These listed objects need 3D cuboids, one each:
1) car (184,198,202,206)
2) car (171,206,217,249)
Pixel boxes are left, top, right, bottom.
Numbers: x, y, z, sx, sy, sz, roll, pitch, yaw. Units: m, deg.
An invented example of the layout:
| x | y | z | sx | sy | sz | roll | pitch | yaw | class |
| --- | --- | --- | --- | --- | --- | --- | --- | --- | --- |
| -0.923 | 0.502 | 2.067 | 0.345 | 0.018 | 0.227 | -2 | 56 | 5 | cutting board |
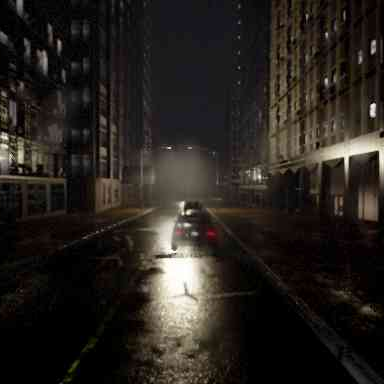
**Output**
| x | y | z | sx | sy | sz | roll | pitch | yaw | class |
| --- | --- | --- | --- | --- | --- | --- | --- | --- | --- |
| 0.094 | 1.449 | 40.500 | 2.097 | 1.767 | 4.553 | 0 | 0 | 0 | car |
| 0.092 | 1.577 | 14.601 | 2.033 | 1.411 | 5.357 | 0 | 0 | 0 | car |
